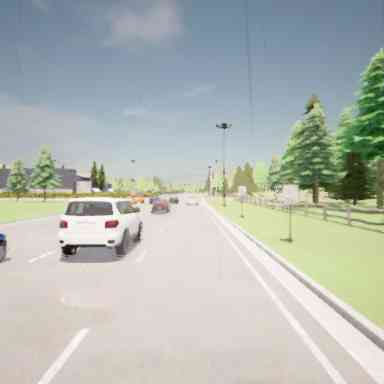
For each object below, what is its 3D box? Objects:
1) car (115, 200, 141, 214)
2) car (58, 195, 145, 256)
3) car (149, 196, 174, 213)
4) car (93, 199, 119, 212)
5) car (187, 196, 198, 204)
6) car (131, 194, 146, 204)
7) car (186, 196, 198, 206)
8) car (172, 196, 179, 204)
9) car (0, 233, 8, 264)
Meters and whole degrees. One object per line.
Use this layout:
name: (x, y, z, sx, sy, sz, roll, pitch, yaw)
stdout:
car: (-6.882, 1.611, 36.302, 1.895, 1.301, 4.718, 0, 0, 0)
car: (-3.394, 1.224, 13.292, 2.150, 2.045, 5.566, 0, 0, 0)
car: (-3.382, 1.534, 37.130, 1.812, 1.442, 4.674, 0, 0, 0)
car: (-10.380, 1.577, 40.422, 1.994, 1.385, 4.181, 0, 0, 0)
car: (0.036, 1.486, 66.219, 2.128, 1.511, 4.902, 0, 0, 0)
car: (-10.460, 1.372, 65.398, 2.097, 1.767, 4.553, 0, 0, 0)
car: (0.029, 1.535, 56.293, 1.812, 1.442, 4.674, 0, 0, 0)
car: (-3.446, 1.506, 63.389, 2.128, 1.511, 4.902, 0, 0, 1)
car: (-6.896, 1.484, 8.769, 1.882, 1.535, 5.008, 0, 0, 0)
